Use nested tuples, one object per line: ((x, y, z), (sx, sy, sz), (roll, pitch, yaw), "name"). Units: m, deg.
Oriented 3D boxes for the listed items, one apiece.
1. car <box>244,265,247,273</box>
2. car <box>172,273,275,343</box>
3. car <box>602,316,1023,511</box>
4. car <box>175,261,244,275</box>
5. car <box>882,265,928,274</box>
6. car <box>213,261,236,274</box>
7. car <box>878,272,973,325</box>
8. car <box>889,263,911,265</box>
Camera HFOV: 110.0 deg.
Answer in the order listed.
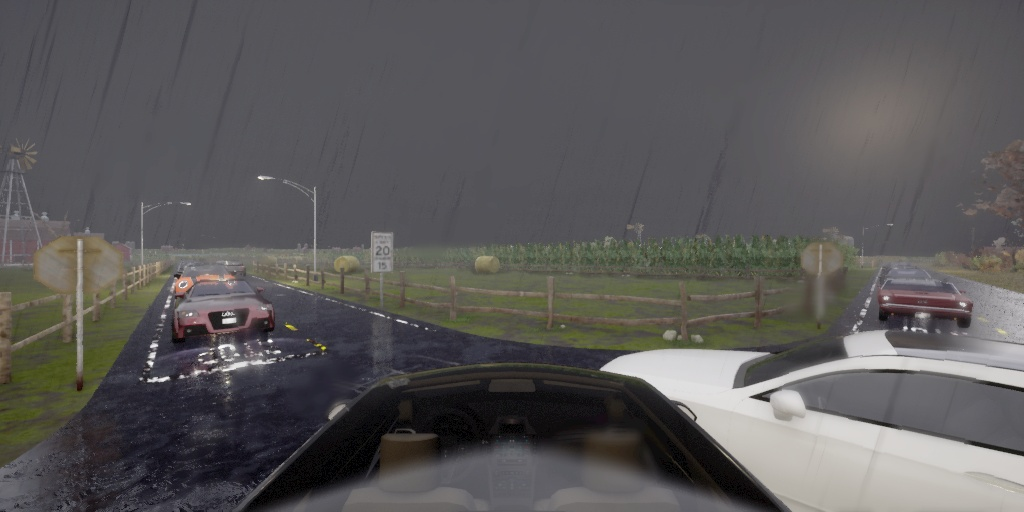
((-27.497, 1.311, 35.415), (2.128, 1.511, 4.902), (0, 0, -42), "car")
((-8.081, 1.362, 9.984), (1.994, 1.385, 4.181), (0, 0, -43), "car")
((2.808, 1.293, 2.556), (1.812, 1.442, 4.674), (0, 1, -45), "car")
((-13.952, 1.152, 16.383), (2.097, 1.767, 4.553), (0, 0, -43), "car")
((20.334, 1.368, 18.440), (5.357, 1.411, 2.033), (0, 1, -44), "car")
((-34.327, 1.338, 42.774), (1.837, 1.490, 4.892), (0, 0, -42), "car")
((13.353, 1.400, 11.773), (4.718, 1.301, 1.895), (0, 1, -44), "car")
((26.996, 1.408, 24.793), (4.181, 1.385, 1.994), (0, 1, -44), "car")
